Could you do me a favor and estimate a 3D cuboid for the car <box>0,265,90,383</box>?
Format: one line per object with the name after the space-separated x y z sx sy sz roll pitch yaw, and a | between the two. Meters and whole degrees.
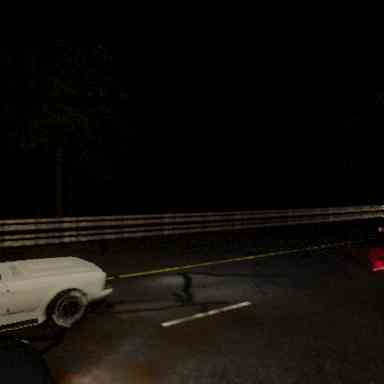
-3.322 1.530 1.357 5.357 1.411 2.033 1 0 -36 | car

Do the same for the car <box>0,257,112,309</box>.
-3.781 1.601 5.342 4.718 1.301 1.895 1 0 -36 | car

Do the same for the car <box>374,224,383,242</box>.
10.688 1.735 15.729 4.718 1.301 1.895 0 0 -36 | car
